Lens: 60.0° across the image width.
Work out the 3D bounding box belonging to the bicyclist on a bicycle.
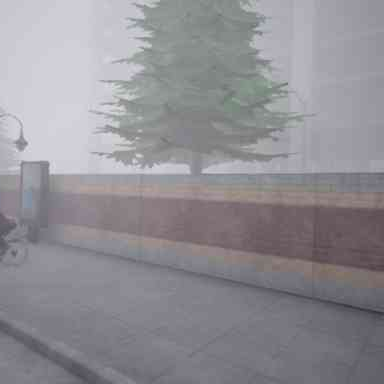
[{"bbox_3d":[-4.711,1.067,7.902,0.582,1.620,1.656,2,1,37],"label":"bicyclist on a bicycle"}]
